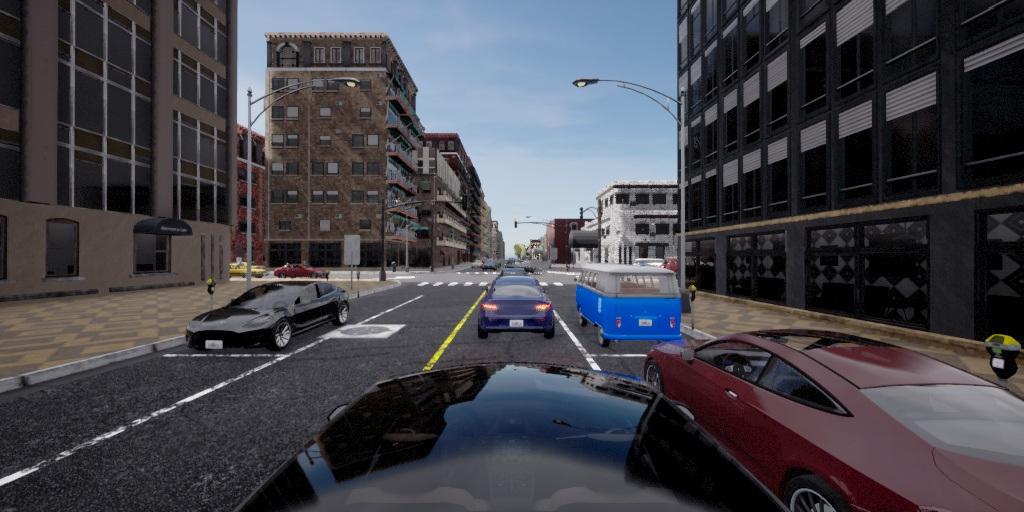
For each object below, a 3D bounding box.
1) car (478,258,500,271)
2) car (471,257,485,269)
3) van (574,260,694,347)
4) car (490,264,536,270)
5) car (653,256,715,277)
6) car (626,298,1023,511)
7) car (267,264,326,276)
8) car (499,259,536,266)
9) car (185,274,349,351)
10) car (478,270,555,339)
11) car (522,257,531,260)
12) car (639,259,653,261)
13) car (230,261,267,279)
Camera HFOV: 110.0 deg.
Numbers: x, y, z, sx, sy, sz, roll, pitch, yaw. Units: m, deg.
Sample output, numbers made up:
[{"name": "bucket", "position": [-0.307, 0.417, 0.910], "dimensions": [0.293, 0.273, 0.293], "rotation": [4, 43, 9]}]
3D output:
[{"name": "car", "position": [-3.067, 1.329, 50.632], "dimensions": [2.033, 1.411, 5.357], "rotation": [0, 0, 3]}, {"name": "car", "position": [-5.697, 1.318, 59.153], "dimensions": [1.751, 1.417, 4.829], "rotation": [0, 0, 0]}, {"name": "van", "position": [2.656, 1.092, 9.000], "dimensions": [1.690, 1.789, 3.998], "rotation": [0, 0, 0]}, {"name": "car", "position": [0.090, 1.318, 18.451], "dimensions": [1.994, 1.385, 4.181], "rotation": [0, 0, 0]}, {"name": "car", "position": [14.916, 1.107, 29.886], "dimensions": [5.009, 1.841, 2.192], "rotation": [0, 0, 0]}, {"name": "car", "position": [2.657, 1.332, 3.311], "dimensions": [1.802, 1.307, 4.207], "rotation": [0, 0, 0]}, {"name": "car", "position": [-17.470, 1.284, 29.805], "dimensions": [4.207, 1.307, 1.802], "rotation": [0, 0, 0]}, {"name": "car", "position": [0.770, 1.387, 41.006], "dimensions": [1.895, 1.301, 4.718], "rotation": [0, 0, -30]}, {"name": "car", "position": [-5.691, 1.317, 9.025], "dimensions": [1.948, 1.339, 4.313], "rotation": [0, 0, 0]}, {"name": "car", "position": [0.100, 1.277, 10.000], "dimensions": [1.812, 1.442, 4.674], "rotation": [0, 0, 0]}, {"name": "car", "position": [2.684, 1.311, 53.956], "dimensions": [1.751, 1.417, 4.829], "rotation": [0, 0, 0]}, {"name": "car", "position": [16.072, 1.049, 35.685], "dimensions": [5.566, 2.045, 2.150], "rotation": [1, 0, 0]}, {"name": "car", "position": [-22.963, 1.216, 29.791], "dimensions": [4.829, 1.417, 1.751], "rotation": [0, 0, 0]}]
